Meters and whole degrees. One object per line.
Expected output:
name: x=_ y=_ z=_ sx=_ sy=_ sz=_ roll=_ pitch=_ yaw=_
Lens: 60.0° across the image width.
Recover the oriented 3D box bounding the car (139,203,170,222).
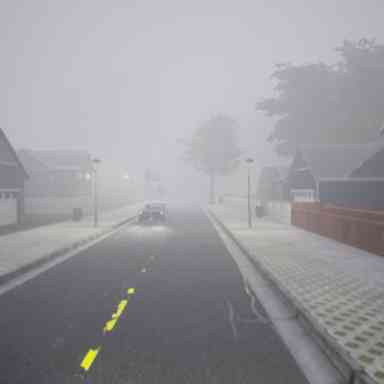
car: x=-2.777 y=1.505 z=24.961 sx=1.895 sy=1.301 sz=4.718 roll=0 pitch=0 yaw=0
